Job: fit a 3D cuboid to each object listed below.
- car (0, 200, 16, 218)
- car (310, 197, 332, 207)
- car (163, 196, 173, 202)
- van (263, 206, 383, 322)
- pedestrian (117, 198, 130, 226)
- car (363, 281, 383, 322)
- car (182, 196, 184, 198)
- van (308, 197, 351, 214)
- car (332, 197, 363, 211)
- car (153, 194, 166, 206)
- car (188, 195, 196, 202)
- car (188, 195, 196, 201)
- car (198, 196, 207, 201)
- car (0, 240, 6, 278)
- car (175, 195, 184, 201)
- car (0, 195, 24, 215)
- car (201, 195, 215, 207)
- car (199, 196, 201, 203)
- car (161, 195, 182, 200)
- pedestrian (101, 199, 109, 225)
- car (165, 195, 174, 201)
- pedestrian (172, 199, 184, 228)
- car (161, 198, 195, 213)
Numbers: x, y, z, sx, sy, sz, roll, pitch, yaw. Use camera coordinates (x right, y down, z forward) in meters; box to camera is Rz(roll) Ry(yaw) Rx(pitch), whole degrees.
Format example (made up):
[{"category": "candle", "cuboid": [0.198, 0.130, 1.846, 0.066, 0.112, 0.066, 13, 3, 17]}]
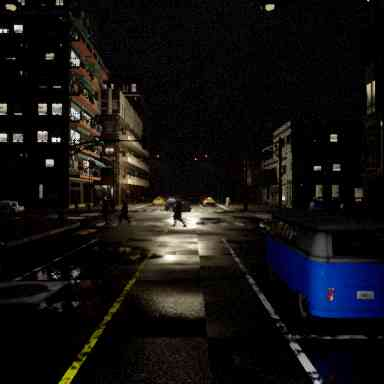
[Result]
[{"category": "car", "cuboid": [-17.472, 1.534, 27.759, 4.206, 1.307, 1.802, 0, 0, 0]}, {"category": "car", "cuboid": [14.903, 1.549, 33.634, 5.008, 1.535, 1.882, 0, 0, 0]}, {"category": "car", "cuboid": [-5.705, 1.630, 79.432, 2.008, 1.369, 4.403, 0, 0, 0]}, {"category": "van", "cuboid": [2.659, 1.342, 6.951, 1.690, 1.788, 3.998, 0, 0, 0]}, {"category": "pedestrian", "cuboid": [-4.464, 1.300, 21.687, 0.375, 1.860, 0.375, 0, 0, 0]}, {"category": "car", "cuboid": [2.660, 1.582, 1.262, 1.802, 1.307, 4.206, 0, 0, 0]}, {"category": "car", "cuboid": [-3.041, 1.408, 66.531, 2.097, 1.767, 4.553, 0, 0, 0]}, {"category": "van", "cuboid": [14.892, 1.425, 36.225, 3.998, 1.788, 1.690, 0, 0, 0]}, {"category": "car", "cuboid": [14.917, 1.358, 27.846, 5.009, 1.841, 2.192, 0, 0, 0]}, {"category": "car", "cuboid": [-5.700, 1.568, 57.105, 1.752, 1.417, 4.829, 0, 0, 0]}, {"category": "car", "cuboid": [-0.016, 1.616, 78.127, 2.033, 1.411, 5.357, 0, 0, 0]}, {"category": "car", "cuboid": [-0.018, 1.465, 88.547, 1.882, 1.535, 5.008, 0, 0, 0]}, {"category": "car", "cuboid": [2.675, 1.641, 84.973, 2.008, 1.369, 4.403, 0, 0, 0]}, {"category": "car", "cuboid": [-5.689, 1.567, 6.975, 1.947, 1.339, 4.313, 0, 0, 0]}, {"category": "car", "cuboid": [-3.017, 1.464, 80.827, 1.882, 1.535, 5.008, 0, 0, 0]}, {"category": "car", "cuboid": [-18.386, 1.184, 30.345, 5.566, 2.045, 2.150, 0, 0, 0]}, {"category": "car", "cuboid": [2.682, 1.561, 51.908, 1.752, 1.417, 4.829, 0, 0, 0]}, {"category": "car", "cuboid": [2.679, 1.632, 62.817, 1.802, 1.307, 4.206, 0, 0, 0]}, {"category": "car", "cuboid": [-3.107, 1.583, 51.541, 2.033, 1.411, 5.357, 0, 0, 0]}, {"category": "pedestrian", "cuboid": [-5.808, 1.300, 22.244, 0.375, 1.860, 0.375, 0, 0, 0]}, {"category": "car", "cuboid": [-5.706, 1.616, 84.801, 1.752, 1.417, 4.829, 0, 0, 0]}, {"category": "pedestrian", "cuboid": [-0.879, 1.300, 21.046, 0.375, 1.860, 0.375, 0, 0, 0]}, {"category": "car", "cuboid": [-1.624, 1.636, 37.254, 1.895, 1.301, 4.718, 0, 0, -21]}]
